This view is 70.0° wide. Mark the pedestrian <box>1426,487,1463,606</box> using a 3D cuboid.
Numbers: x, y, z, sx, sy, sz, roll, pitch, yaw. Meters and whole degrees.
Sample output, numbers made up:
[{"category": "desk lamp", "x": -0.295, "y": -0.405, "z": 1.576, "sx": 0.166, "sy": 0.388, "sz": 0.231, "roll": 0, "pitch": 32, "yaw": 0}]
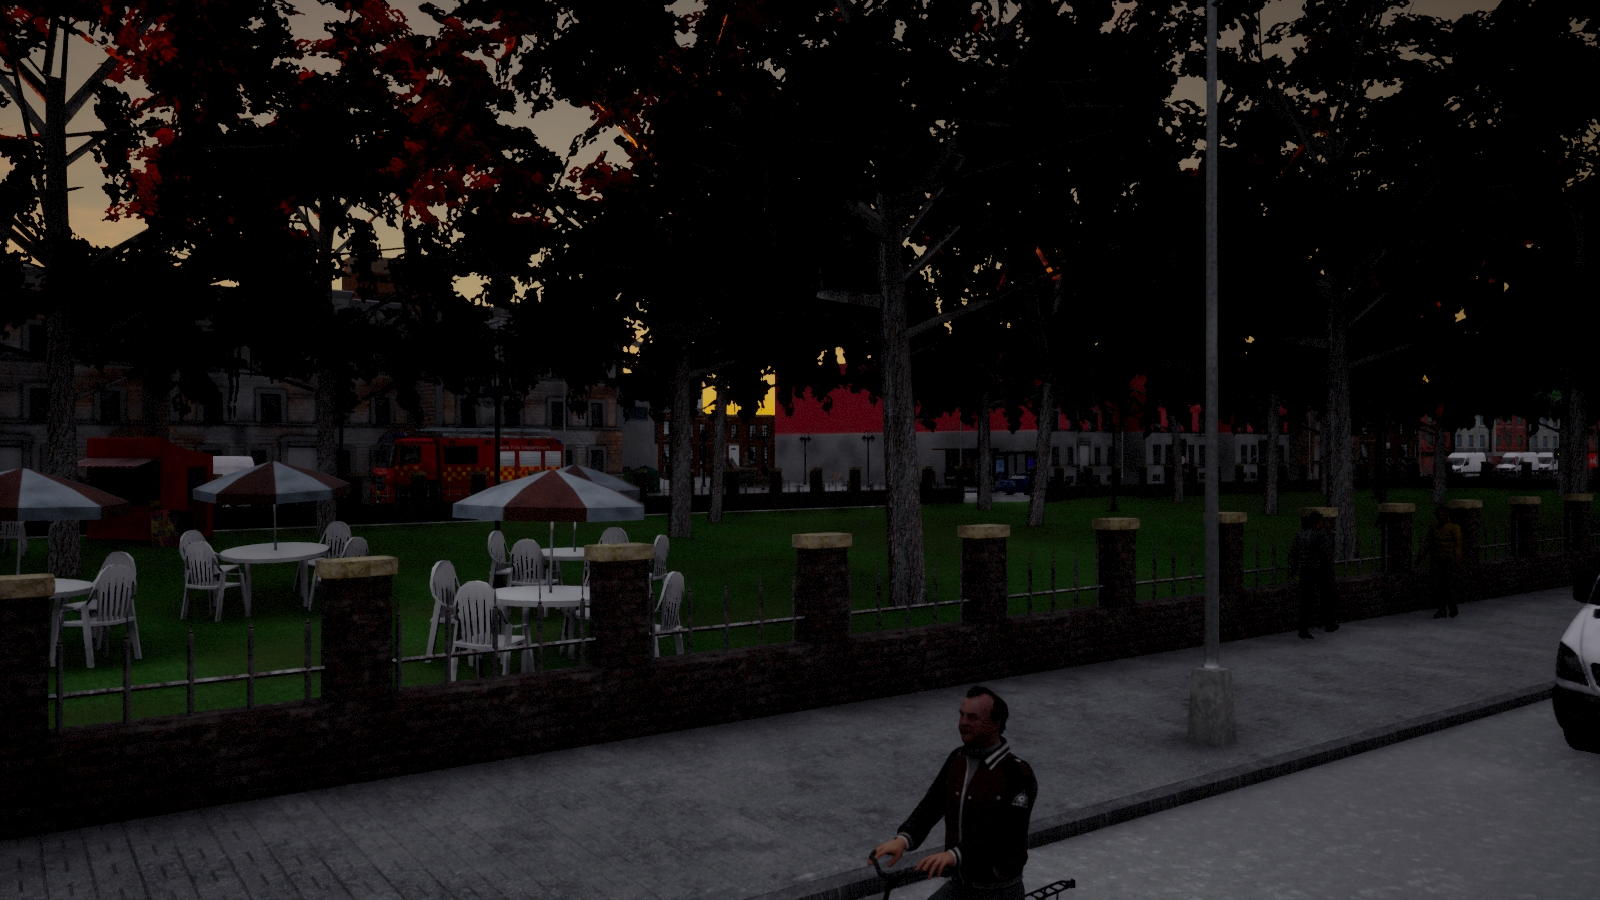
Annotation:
[{"category": "pedestrian", "x": 10.284, "y": 1.525, "z": 18.229, "sx": 0.375, "sy": 1.860, "sz": 0.375, "roll": 0, "pitch": 0, "yaw": -32}]

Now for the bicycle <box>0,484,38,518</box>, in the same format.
[{"category": "bicycle", "x": -30.089, "y": 1.940, "z": 43.427, "sx": 1.835, "sy": 1.271, "sz": 0.329, "roll": 0, "pitch": 0, "yaw": -36}]

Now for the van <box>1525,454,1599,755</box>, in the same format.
[{"category": "van", "x": 9.469, "y": 1.314, "z": 11.125, "sx": 5.915, "sy": 2.561, "sz": 1.988, "roll": 0, "pitch": 0, "yaw": -35}]

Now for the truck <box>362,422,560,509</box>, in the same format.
[{"category": "truck", "x": -15.884, "y": 0.671, "z": 53.854, "sx": 8.468, "sy": 3.827, "sz": 2.891, "roll": 0, "pitch": 0, "yaw": -35}]

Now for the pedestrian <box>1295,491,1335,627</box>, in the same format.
[{"category": "pedestrian", "x": 7.269, "y": 1.525, "z": 16.124, "sx": 0.375, "sy": 1.860, "sz": 0.375, "roll": 0, "pitch": 0, "yaw": -35}]

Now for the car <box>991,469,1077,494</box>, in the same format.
[{"category": "car", "x": 14.417, "y": 1.886, "z": 70.216, "sx": 5.357, "sy": 1.411, "sz": 2.033, "roll": 0, "pitch": 0, "yaw": -35}]
